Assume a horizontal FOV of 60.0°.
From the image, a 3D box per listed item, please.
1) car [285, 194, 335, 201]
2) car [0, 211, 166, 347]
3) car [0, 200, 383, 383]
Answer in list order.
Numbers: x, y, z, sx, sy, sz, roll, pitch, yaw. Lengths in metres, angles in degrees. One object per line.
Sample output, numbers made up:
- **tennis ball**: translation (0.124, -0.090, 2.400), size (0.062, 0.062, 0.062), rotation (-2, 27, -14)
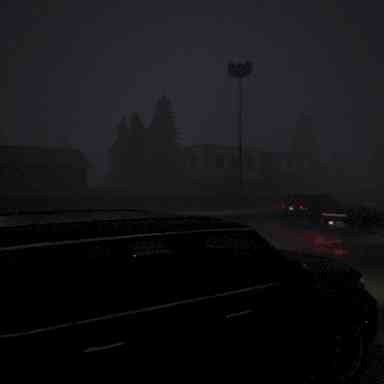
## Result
- **car**: translation (8.482, 1.140, 22.693), size (5.566, 2.045, 2.150), rotation (0, 0, -35)
- **car**: translation (-2.964, 1.348, 5.931), size (4.553, 1.767, 2.097), rotation (0, 0, -36)
- **car**: translation (-0.305, 1.215, 3.528), size (5.566, 2.045, 2.150), rotation (0, 0, -36)
